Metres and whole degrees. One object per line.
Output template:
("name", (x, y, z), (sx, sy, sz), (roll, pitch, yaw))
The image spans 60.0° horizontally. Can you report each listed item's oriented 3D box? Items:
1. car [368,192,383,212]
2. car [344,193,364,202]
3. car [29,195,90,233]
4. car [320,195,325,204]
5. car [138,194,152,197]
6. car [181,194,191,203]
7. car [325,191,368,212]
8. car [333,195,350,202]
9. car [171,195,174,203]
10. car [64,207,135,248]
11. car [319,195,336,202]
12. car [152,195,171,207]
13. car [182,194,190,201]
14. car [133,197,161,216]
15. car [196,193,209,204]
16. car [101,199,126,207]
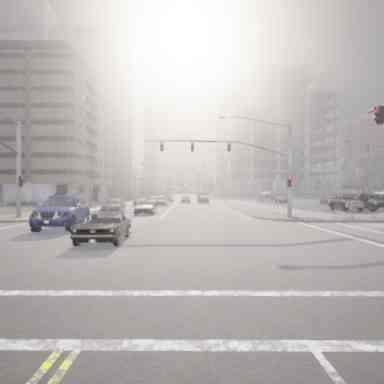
("car", (19.463, 1.133, 35.800), (1.905, 1.878, 3.866), (0, 0, 0))
("car", (33.352, 1.109, 68.489), (1.932, 1.855, 4.605), (0, 0, 0))
("car", (-7.703, 1.210, 20.033), (2.150, 2.045, 5.566), (0, 0, -3))
("car", (22.081, 1.361, 53.281), (1.970, 1.475, 3.806), (0, 0, 0))
("car", (-8.217, 1.457, 53.071), (2.128, 1.511, 4.902), (0, 0, 0))
("car", (-1.233, 1.559, 65.383), (1.895, 1.301, 4.718), (0, 0, 0))
("car", (16.569, 1.130, 35.840), (1.932, 1.855, 4.605), (0, 0, 0))
("car", (30.669, 1.320, 68.425), (1.784, 1.438, 3.905), (0, 0, 0))
("car", (-4.764, 1.373, 68.910), (2.097, 1.767, 4.553), (0, 0, 0))
("car", (-3.933, 1.591, 15.022), (1.895, 1.301, 4.718), (0, 0, -3))
("car", (27.773, 1.351, 68.412), (1.970, 1.475, 3.806), (0, 0, 0))
("car", (-4.703, 1.472, 51.025), (1.837, 1.490, 4.892), (0, 0, 0))
("car", (-1.311, 1.256, 74.454), (1.882, 1.535, 5.008), (0, 0, 0))
("car", (-4.557, 1.526, 33.141), (2.033, 1.411, 5.357), (0, 0, 0))
("car", (2.273, 1.436, 64.709), (1.882, 1.535, 5.008), (0, 0, 0))
("car", (-8.067, 1.483, 34.401), (1.837, 1.490, 4.892), (0, 0, 0))
